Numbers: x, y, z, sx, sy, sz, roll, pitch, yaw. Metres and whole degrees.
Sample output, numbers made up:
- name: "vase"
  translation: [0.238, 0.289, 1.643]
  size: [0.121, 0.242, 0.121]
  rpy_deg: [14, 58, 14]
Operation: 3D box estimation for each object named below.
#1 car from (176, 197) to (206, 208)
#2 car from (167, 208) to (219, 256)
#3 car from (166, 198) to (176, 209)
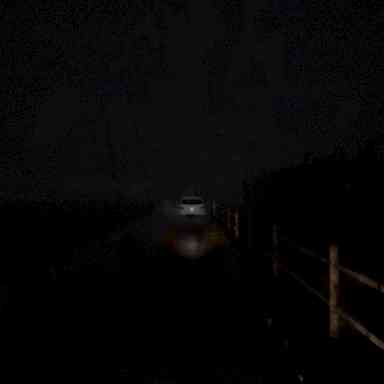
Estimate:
- name: "car"
  translation: [0.012, 1.402, 28.506]
  size: [2.150, 2.045, 5.566]
  rpy_deg: [0, 0, 0]
- name: "car"
  translation: [0.039, 1.599, 13.285]
  size: [1.812, 1.442, 4.674]
  rpy_deg: [0, 0, 0]
- name: "car"
  translation: [-2.921, 1.662, 52.150]
  size: [2.097, 1.767, 4.553]
  rpy_deg: [0, 0, 0]
